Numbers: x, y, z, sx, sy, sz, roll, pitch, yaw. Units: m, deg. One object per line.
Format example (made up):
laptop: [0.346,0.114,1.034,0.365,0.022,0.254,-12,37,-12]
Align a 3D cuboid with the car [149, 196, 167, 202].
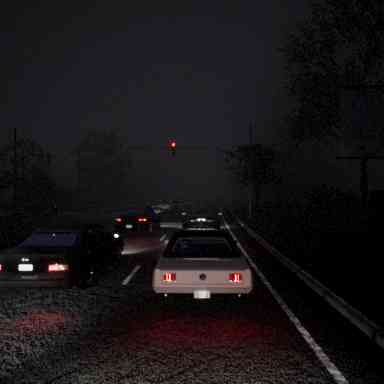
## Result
car: [-4.853,1.601,45.180,1.895,1.301,4.718,0,0,5]

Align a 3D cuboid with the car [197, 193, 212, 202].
car: [2.556,1.225,75.555,2.150,2.045,5.566,0,0,9]

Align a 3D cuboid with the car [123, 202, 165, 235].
car: [-2.949,1.526,18.693,1.812,1.442,4.674,0,0,4]

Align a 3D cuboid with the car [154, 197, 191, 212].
car: [-1.954,1.601,39.242,1.895,1.301,4.718,0,0,33]

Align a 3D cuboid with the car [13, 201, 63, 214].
car: [-16.175,1.601,35.135,4.718,1.301,1.895,0,0,4]

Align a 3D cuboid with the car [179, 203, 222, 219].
car: [0.513,1.505,17.580,1.837,1.490,4.892,0,0,2]

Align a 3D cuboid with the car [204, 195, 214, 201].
car: [4.426,1.525,86.593,2.128,1.511,4.902,0,0,11]

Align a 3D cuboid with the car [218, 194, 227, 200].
car: [7.936,1.346,86.342,1.882,1.535,5.008,0,0,11]

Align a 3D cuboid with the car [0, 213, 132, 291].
car: [-3.261,1.547,9.115,2.033,1.411,5.357,0,0,1]

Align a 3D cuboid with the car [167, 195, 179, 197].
car: [-3.918,1.352,54.101,2.097,1.767,4.553,0,0,7]

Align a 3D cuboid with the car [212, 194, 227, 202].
car: [6.277,1.548,76.636,1.994,1.385,4.181,0,0,9]

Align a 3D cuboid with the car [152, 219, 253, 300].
car: [0.228,1.601,8.355,1.895,1.301,4.718,0,0,1]
